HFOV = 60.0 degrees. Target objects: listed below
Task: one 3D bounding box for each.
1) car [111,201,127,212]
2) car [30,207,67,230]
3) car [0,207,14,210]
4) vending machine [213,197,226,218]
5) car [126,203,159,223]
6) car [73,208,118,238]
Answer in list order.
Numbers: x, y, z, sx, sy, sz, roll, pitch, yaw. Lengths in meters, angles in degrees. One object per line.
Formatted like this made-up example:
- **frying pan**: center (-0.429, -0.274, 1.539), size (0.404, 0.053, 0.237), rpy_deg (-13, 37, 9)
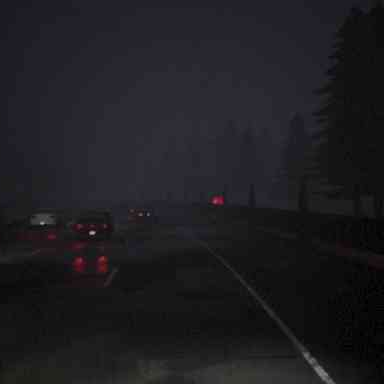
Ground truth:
- **car**: center (-9.134, 1.930, 42.504), size (1.882, 1.535, 5.008), rpy_deg (0, -1, -23)
- **car**: center (-10.024, 1.780, 23.352), size (1.812, 1.442, 4.674), rpy_deg (0, -1, -13)
- **car**: center (-26.882, 2.004, 47.882), size (1.882, 1.535, 5.008), rpy_deg (0, -1, -24)
- **vending machine**: center (2.729, 1.539, 33.262), size (1.100, 2.100, 0.880), rpy_deg (0, -1, -17)
- **car**: center (-4.082, 1.847, 28.352), size (2.033, 1.411, 5.357), rpy_deg (0, -1, -16)
- **car**: center (-5.499, 1.807, 19.155), size (1.895, 1.301, 4.718), rpy_deg (0, -1, -11)
